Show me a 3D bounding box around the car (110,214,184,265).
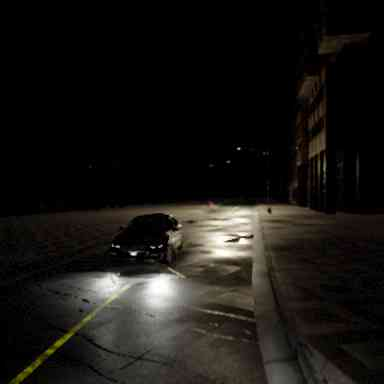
[{"bbox_3d":[-1.434,1.593,12.156,1.837,1.490,4.892,0,-1,7],"label":"car"}]
